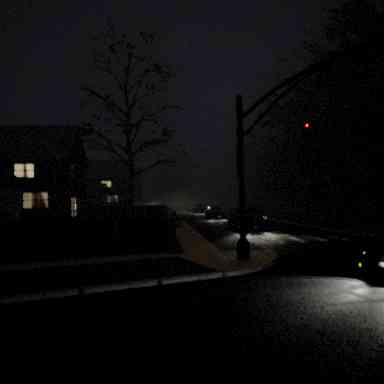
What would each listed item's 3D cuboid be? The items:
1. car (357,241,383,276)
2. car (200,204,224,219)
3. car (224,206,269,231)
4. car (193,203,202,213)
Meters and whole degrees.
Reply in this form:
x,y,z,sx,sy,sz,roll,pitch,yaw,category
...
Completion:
x,y,z,sx,sy,sz,roll,pitch,yaw,category
6.956,1.788,9.899,4.181,1.385,1.994,0,-2,-27,car
2.641,2.292,38.114,2.033,1.411,5.357,-1,-1,-6,car
4.053,1.857,24.590,2.097,1.767,4.553,-1,-1,-6,car
1.169,2.523,52.400,1.812,1.442,4.674,-1,-1,-6,car
